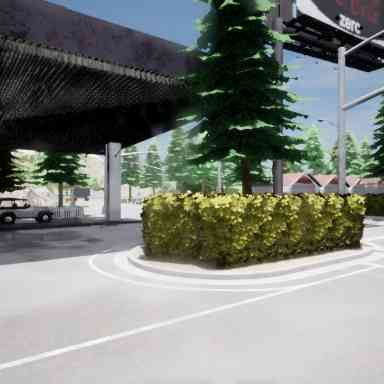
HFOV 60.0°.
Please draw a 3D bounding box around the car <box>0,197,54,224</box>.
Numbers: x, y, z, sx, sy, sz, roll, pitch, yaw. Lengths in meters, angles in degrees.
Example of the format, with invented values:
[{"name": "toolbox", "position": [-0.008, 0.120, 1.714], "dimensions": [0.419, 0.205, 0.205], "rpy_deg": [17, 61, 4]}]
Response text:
[{"name": "car", "position": [-11.934, 1.313, 23.504], "dimensions": [3.866, 1.878, 1.905], "rpy_deg": [0, 0, -36]}]
